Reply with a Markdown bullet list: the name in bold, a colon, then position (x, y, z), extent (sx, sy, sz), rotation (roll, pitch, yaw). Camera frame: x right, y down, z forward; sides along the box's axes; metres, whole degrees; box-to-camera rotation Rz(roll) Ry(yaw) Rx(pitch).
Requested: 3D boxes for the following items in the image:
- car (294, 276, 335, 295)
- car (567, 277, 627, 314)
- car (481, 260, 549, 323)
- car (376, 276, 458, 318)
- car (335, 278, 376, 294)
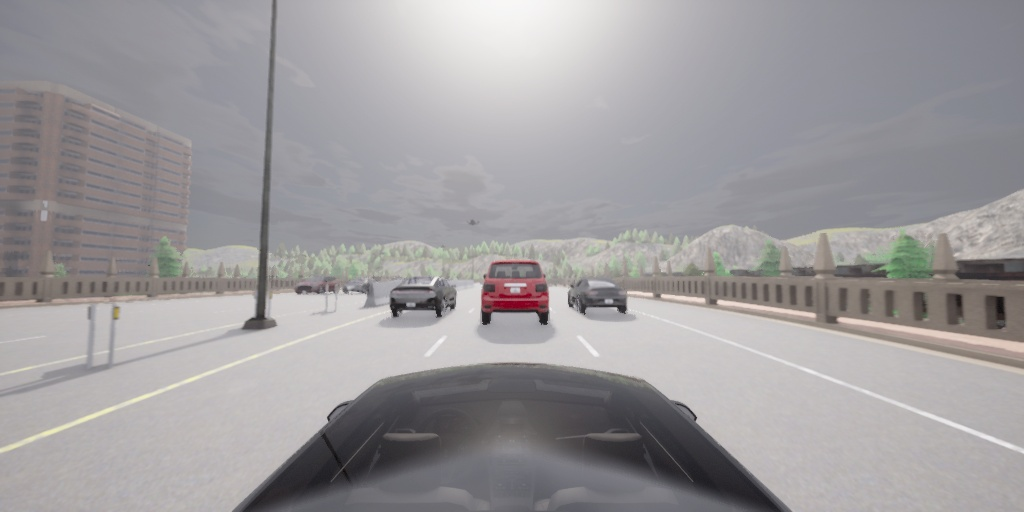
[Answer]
- **car**: position (-17.601, 2.570, 32.617), extent (2.097, 1.767, 4.553), rotation (0, -4, 0)
- **car**: position (3.597, 1.647, 15.613), extent (1.812, 1.442, 4.674), rotation (0, -3, 0)
- **car**: position (0.097, 1.218, 13.174), extent (2.150, 2.045, 5.566), rotation (0, -3, 0)
- **car**: position (-3.403, 1.553, 14.494), extent (2.128, 1.511, 4.902), rotation (0, -3, 0)
- **car**: position (-14.100, 2.776, 33.651), extent (2.128, 1.511, 4.902), rotation (0, -4, 0)
